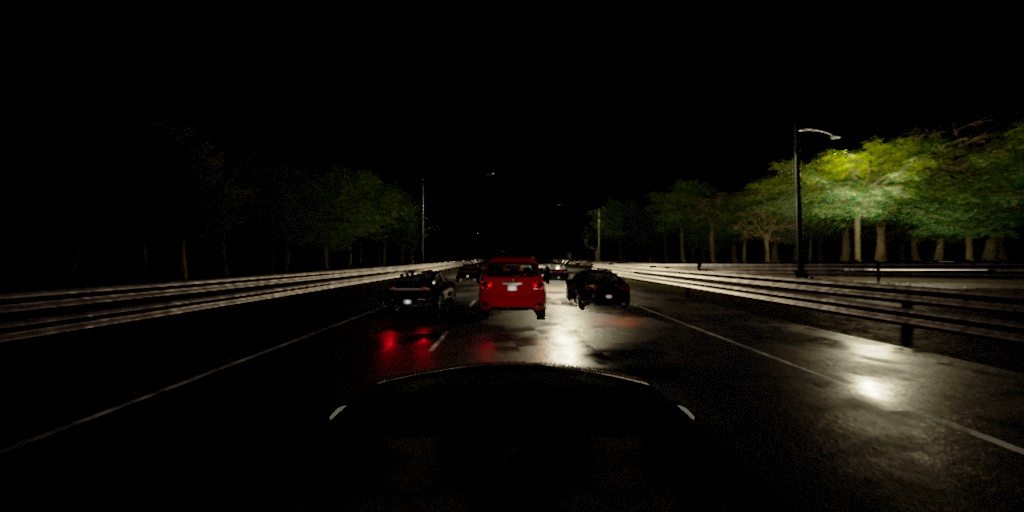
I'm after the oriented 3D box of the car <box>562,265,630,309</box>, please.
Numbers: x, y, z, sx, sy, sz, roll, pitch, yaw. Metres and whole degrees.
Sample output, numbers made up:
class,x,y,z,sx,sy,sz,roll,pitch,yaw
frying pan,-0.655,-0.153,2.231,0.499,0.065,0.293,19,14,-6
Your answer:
class,x,y,z,sx,sy,sz,roll,pitch,yaw
car,3.550,1.324,15.531,1.882,1.535,5.008,0,0,0

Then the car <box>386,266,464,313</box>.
class,x,y,z,sx,sy,sz,roll,pitch,yaw
car,-3.459,1.331,14.359,2.128,1.511,4.902,0,0,0

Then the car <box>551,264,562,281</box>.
class,x,y,z,sx,sy,sz,roll,pitch,yaw
car,3.538,1.423,29.365,2.128,1.511,4.902,0,0,0

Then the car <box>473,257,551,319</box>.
class,x,y,z,sx,sy,sz,roll,pitch,yaw
car,0.031,1.055,13.303,2.150,2.045,5.566,0,0,0

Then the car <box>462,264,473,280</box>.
class,x,y,z,sx,sy,sz,roll,pitch,yaw
car,-3.452,1.413,30.512,1.882,1.535,5.008,0,0,1
